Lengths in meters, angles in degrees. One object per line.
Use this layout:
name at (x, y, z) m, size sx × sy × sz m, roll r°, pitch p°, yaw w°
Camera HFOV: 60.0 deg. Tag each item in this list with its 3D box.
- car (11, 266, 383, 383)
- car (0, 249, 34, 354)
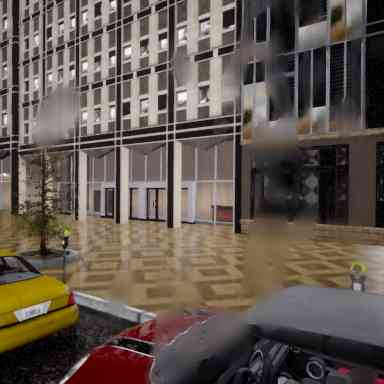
car at (0.810, 1.440, 2.287) m, size 4.097 × 1.590 × 1.967 m, roll 0°, pitch 1°, yaw 36°
car at (-3.955, 1.524, 5.687) m, size 4.829 × 1.417 × 1.752 m, roll 0°, pitch 1°, yaw 36°
